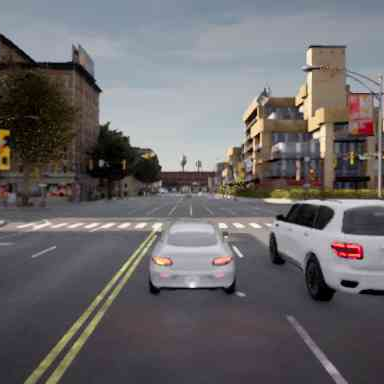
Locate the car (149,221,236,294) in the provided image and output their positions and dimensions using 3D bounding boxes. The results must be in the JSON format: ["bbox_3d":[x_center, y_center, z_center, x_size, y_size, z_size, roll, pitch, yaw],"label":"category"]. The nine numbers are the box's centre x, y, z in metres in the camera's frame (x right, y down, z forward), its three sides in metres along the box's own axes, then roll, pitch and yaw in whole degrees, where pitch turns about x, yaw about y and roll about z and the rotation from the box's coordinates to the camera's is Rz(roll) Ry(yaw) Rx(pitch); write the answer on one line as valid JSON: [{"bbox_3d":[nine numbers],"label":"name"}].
[{"bbox_3d":[0.002,1.463,8.526,1.812,1.442,4.674,0,0,0],"label":"car"}]

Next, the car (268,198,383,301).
[{"bbox_3d":[3.502,1.161,8.296,2.150,2.045,5.566,0,0,0],"label":"car"}]
